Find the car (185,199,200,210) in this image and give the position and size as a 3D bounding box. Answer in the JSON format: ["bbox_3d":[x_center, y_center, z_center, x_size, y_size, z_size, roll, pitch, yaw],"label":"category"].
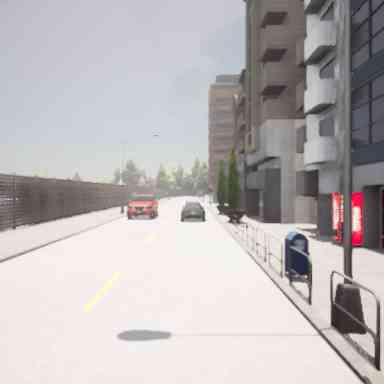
[{"bbox_3d":[0.067,1.584,43.314,1.895,1.301,4.718,0,0,0],"label":"car"}]

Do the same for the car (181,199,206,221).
[{"bbox_3d":[0.106,1.553,27.203,1.994,1.385,4.181,0,0,0],"label":"car"}]

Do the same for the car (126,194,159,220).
[{"bbox_3d":[-4.086,1.212,28.437,2.150,2.045,5.566,0,0,0],"label":"car"}]
